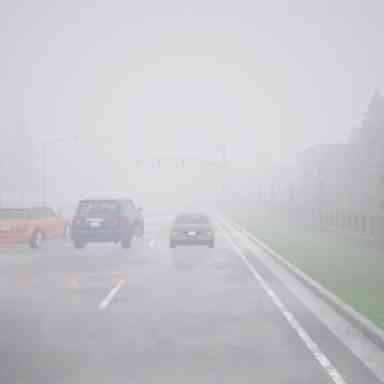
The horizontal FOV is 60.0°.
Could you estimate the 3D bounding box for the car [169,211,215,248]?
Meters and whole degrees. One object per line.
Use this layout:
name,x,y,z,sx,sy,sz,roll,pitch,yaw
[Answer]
car,0.000,1.560,14.650,2.033,1.411,5.357,0,0,0

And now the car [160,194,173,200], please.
car,-7.000,1.495,91.518,1.895,1.301,4.718,0,0,0

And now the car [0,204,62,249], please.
car,-7.000,1.363,14.620,2.097,1.767,4.553,0,0,0

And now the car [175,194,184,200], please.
car,-3.500,1.361,91.072,1.882,1.535,5.008,0,0,0

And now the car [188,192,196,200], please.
car,0.000,1.108,91.102,2.150,2.045,5.566,0,0,0

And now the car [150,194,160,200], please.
car,-10.500,1.407,91.072,1.812,1.442,4.674,0,0,0

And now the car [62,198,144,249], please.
car,-3.500,1.255,14.680,2.150,2.045,5.566,0,0,0
